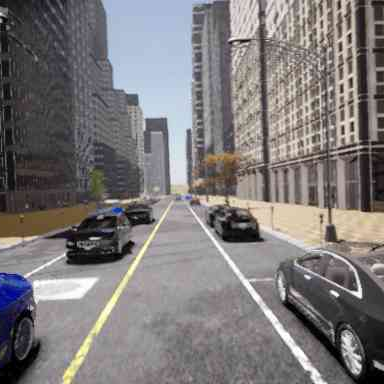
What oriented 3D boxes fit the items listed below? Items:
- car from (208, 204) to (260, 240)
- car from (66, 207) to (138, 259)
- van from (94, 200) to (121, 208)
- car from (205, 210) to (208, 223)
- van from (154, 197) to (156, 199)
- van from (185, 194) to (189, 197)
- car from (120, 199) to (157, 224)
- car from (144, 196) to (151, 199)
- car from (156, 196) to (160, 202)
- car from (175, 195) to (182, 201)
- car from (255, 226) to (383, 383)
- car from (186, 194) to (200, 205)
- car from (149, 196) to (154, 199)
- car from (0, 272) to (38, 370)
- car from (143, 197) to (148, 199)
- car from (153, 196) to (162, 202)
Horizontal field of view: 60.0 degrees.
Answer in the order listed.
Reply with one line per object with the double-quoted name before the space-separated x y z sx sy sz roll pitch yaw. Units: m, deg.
"car" 2.104 1.464 16.375 1.947 1.339 4.313 -3 0 -2
"car" -3.555 1.622 13.432 1.837 1.490 4.892 -2 0 -2
"van" -6.743 1.565 27.267 1.690 1.788 3.998 -3 0 -2
"car" 1.870 1.467 21.996 1.947 1.339 4.313 -3 0 -2
"van" -8.147 1.608 60.988 1.690 1.788 3.998 -3 0 -2
"van" -0.951 1.343 89.439 1.690 1.788 3.998 -3 0 -2
"car" -4.070 1.601 26.183 1.882 1.535 5.008 -2 0 -2
"car" -7.662 1.774 49.579 1.752 1.417 4.829 -3 0 -2
"car" -8.604 1.831 72.228 1.887 1.381 4.507 -3 0 -2
"car" -3.565 1.640 88.186 2.033 1.411 5.357 -2 0 -2
"car" 2.572 1.446 5.134 2.008 1.369 4.403 -3 0 -2
"car" 0.467 1.521 55.718 1.802 1.307 4.206 -3 0 -2
"car" -7.902 1.802 55.368 1.887 1.381 4.507 -3 0 -2
"car" -3.128 1.641 3.192 1.812 1.442 4.674 -2 0 -2
"car" -7.434 1.792 44.128 2.008 1.369 4.403 -3 0 -2
"car" -9.305 1.871 89.089 2.008 1.369 4.403 -3 0 -2
